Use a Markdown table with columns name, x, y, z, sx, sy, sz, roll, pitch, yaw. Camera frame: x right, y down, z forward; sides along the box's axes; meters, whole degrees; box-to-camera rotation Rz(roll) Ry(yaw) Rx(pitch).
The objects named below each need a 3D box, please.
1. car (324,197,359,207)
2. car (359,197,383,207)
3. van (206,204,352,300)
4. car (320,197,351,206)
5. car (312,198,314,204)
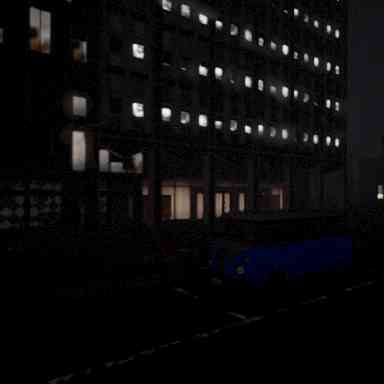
| name | x | y | z | sx | sy | sz | roll | pitch | yaw |
| --- | --- | --- | --- | --- | --- | --- | --- | --- | --- |
| car | 19.421 | 1.432 | 44.610 | 2.008 | 1.369 | 4.403 | 1 | 0 | -35 |
| car | 26.226 | 1.452 | 49.505 | 1.752 | 1.417 | 4.829 | 1 | 0 | -35 |
| van | 2.231 | 1.343 | 8.141 | 3.998 | 1.788 | 1.690 | 0 | 0 | -35 |
| car | 23.179 | 1.487 | 53.924 | 1.802 | 1.307 | 4.206 | 1 | 0 | -35 |
| car | 16.281 | 1.173 | 49.169 | 2.192 | 1.841 | 5.009 | 1 | 0 | -35 |
